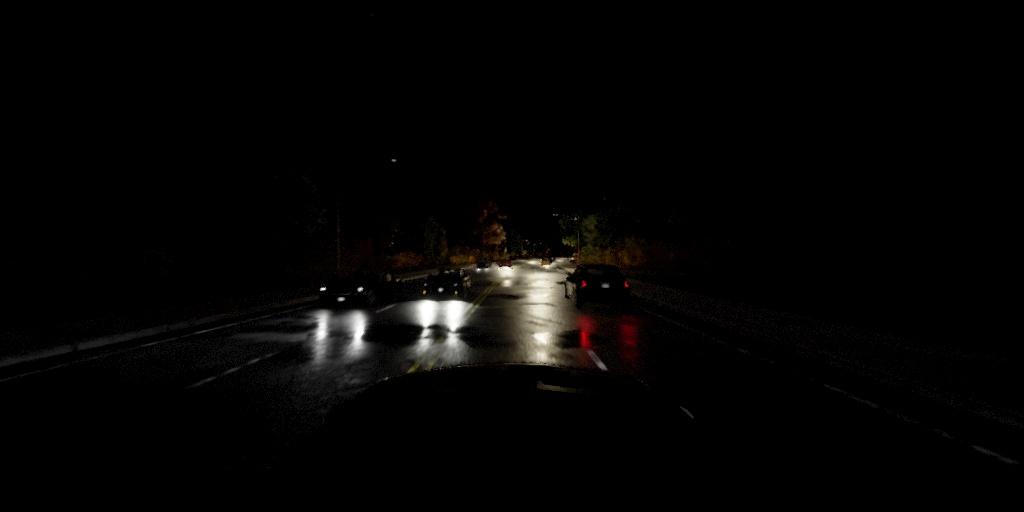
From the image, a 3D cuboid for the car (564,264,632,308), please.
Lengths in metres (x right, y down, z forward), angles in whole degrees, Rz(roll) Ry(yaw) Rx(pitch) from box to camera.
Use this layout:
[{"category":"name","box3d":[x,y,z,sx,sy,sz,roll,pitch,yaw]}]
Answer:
[{"category":"car","box3d":[3.494,1.112,15.381,2.097,1.767,4.553,0,0,1]}]

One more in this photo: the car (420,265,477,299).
[{"category":"car","box3d":[-3.149,1.308,17.955,1.994,1.385,4.181,0,0,1]}]

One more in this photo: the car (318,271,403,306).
[{"category":"car","box3d":[-6.453,1.337,15.823,1.895,1.301,4.718,0,0,1]}]

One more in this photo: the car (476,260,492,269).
[{"category":"car","box3d":[-4.389,1.266,57.298,2.033,1.411,5.357,0,0,5]}]

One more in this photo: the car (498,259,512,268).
[{"category":"car","box3d":[-1.054,1.198,58.281,1.882,1.535,5.008,0,0,5]}]
